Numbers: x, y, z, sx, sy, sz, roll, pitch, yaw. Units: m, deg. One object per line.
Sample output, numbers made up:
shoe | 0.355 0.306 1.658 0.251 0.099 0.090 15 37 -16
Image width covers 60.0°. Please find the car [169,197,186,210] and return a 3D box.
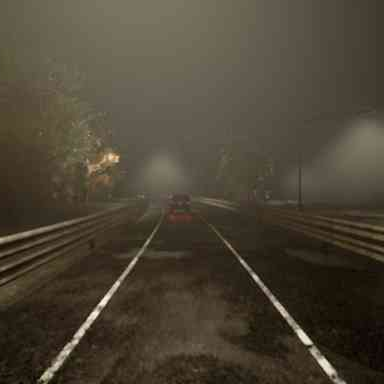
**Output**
car | -1.923 1.484 43.301 1.882 1.535 5.008 0 0 -5

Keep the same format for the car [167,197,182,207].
car | -2.811 1.573 52.472 1.994 1.385 4.181 0 0 -6

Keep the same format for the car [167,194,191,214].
car | -1.332 1.226 35.977 2.150 2.045 5.566 0 0 -4
